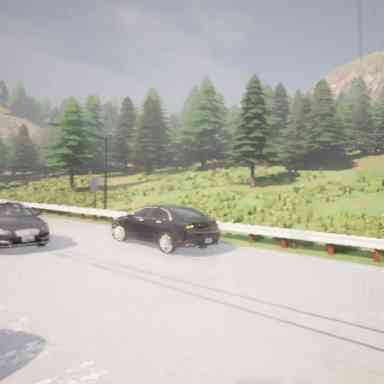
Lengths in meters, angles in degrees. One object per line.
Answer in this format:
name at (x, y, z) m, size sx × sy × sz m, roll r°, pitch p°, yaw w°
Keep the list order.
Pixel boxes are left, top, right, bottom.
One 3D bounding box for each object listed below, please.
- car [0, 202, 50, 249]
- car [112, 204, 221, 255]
car at (-6.858, 1.133, 12.082) m, size 4.902 × 1.511 × 2.128 m, roll 2°, pitch 2°, yaw 44°
car at (-1.128, 1.225, 12.288) m, size 1.837 × 1.490 × 4.892 m, roll 3°, pitch 0°, yaw -43°
